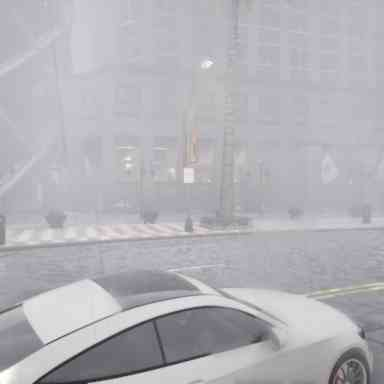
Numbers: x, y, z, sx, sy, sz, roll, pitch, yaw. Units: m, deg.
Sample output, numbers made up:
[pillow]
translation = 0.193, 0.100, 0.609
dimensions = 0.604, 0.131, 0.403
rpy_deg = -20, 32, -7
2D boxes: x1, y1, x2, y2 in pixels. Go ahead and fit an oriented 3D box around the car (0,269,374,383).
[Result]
[car]
translation = -0.235, 1.525, 3.178
dimensions = 4.674, 1.442, 1.812
rpy_deg = 0, 0, -33
